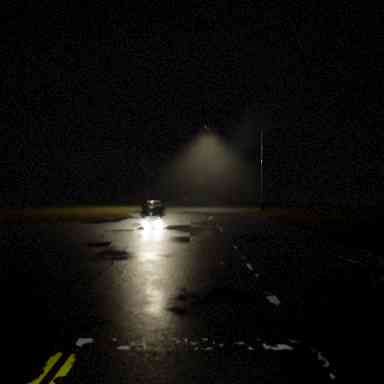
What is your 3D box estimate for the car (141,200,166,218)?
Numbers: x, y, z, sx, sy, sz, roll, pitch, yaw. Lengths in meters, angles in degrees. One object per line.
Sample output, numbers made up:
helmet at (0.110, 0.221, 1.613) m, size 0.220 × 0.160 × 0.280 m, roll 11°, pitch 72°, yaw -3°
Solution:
car at (-3.480, 1.541, 30.506) m, size 2.128 × 1.511 × 4.902 m, roll 0°, pitch 0°, yaw 0°
